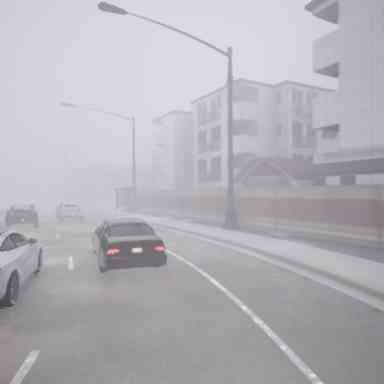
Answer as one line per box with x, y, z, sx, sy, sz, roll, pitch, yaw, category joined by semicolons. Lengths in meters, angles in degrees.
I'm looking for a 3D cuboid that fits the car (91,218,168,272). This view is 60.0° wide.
-2.262;1.571;11.047;2.033;1.411;5.357;0;0;-19;car

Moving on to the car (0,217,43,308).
-4.715;1.559;7.594;1.812;1.442;4.674;0;0;-15;car

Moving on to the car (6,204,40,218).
-11.591;1.576;22.856;2.128;1.511;4.902;0;0;-26;car

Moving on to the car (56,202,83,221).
-10.611;1.612;28.698;1.812;1.442;4.674;0;0;-27;car
